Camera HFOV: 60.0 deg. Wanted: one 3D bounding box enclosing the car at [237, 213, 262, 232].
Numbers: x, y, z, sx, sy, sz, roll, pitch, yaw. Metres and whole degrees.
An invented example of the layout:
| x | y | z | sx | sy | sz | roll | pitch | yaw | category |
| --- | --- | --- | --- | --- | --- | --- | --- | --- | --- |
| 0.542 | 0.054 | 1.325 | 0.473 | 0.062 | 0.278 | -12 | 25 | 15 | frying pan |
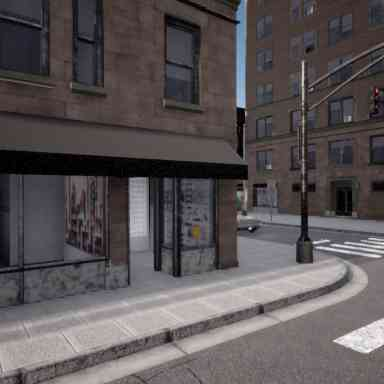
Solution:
| x | y | z | sx | sy | sz | roll | pitch | yaw | category |
| --- | --- | --- | --- | --- | --- | --- | --- | --- | --- |
| 1.775 | 1.593 | 19.247 | 1.895 | 1.301 | 4.718 | 0 | 0 | -36 | car |
